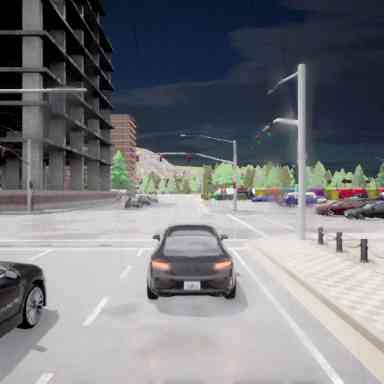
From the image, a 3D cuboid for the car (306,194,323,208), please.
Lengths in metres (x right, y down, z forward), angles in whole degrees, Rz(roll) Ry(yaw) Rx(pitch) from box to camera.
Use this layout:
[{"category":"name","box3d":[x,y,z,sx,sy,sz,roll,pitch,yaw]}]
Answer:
[{"category":"car","box3d":[20.780,1.449,56.339,3.806,1.475,1.970,0,0,0]}]

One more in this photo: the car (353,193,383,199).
[{"category":"car","box3d":[35.730,1.207,67.551,4.605,1.855,1.932,0,0,0]}]

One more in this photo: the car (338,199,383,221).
[{"category":"car","box3d":[14.969,1.581,27.333,4.674,1.442,1.812,-1,0,-1]}]

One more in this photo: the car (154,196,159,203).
[{"category":"car","box3d":[-8.190,1.591,70.258,1.895,1.301,4.718,0,0,-1]}]

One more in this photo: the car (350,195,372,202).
[{"category":"car","box3d":[35.778,1.417,70.448,3.905,1.438,1.784,0,0,0]}]

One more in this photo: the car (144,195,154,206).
[{"category":"car","box3d":[-8.088,1.354,55.758,2.097,1.767,4.553,0,0,0]}]

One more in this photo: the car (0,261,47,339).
[{"category":"car","box3d":[-3.488,1.491,4.029,2.128,1.511,4.902,0,0,0]}]

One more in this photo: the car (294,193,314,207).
[{"category":"car","box3d":[20.765,1.418,59.234,3.905,1.438,1.784,0,0,0]}]

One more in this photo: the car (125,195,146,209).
[{"category":"car","box3d":[-7.968,1.524,45.675,1.812,1.442,4.674,0,0,0]}]

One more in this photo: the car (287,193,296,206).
[{"category":"car","box3d":[20.700,1.207,61.917,4.605,1.855,1.932,0,0,0]}]

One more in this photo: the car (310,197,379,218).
[{"category":"car","box3d":[14.055,1.532,30.845,5.008,1.535,1.882,0,0,-1]}]

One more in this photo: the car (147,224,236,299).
[{"category":"car","box3d":[-0.032,1.525,8.308,1.812,1.442,4.674,0,0,-1]}]
